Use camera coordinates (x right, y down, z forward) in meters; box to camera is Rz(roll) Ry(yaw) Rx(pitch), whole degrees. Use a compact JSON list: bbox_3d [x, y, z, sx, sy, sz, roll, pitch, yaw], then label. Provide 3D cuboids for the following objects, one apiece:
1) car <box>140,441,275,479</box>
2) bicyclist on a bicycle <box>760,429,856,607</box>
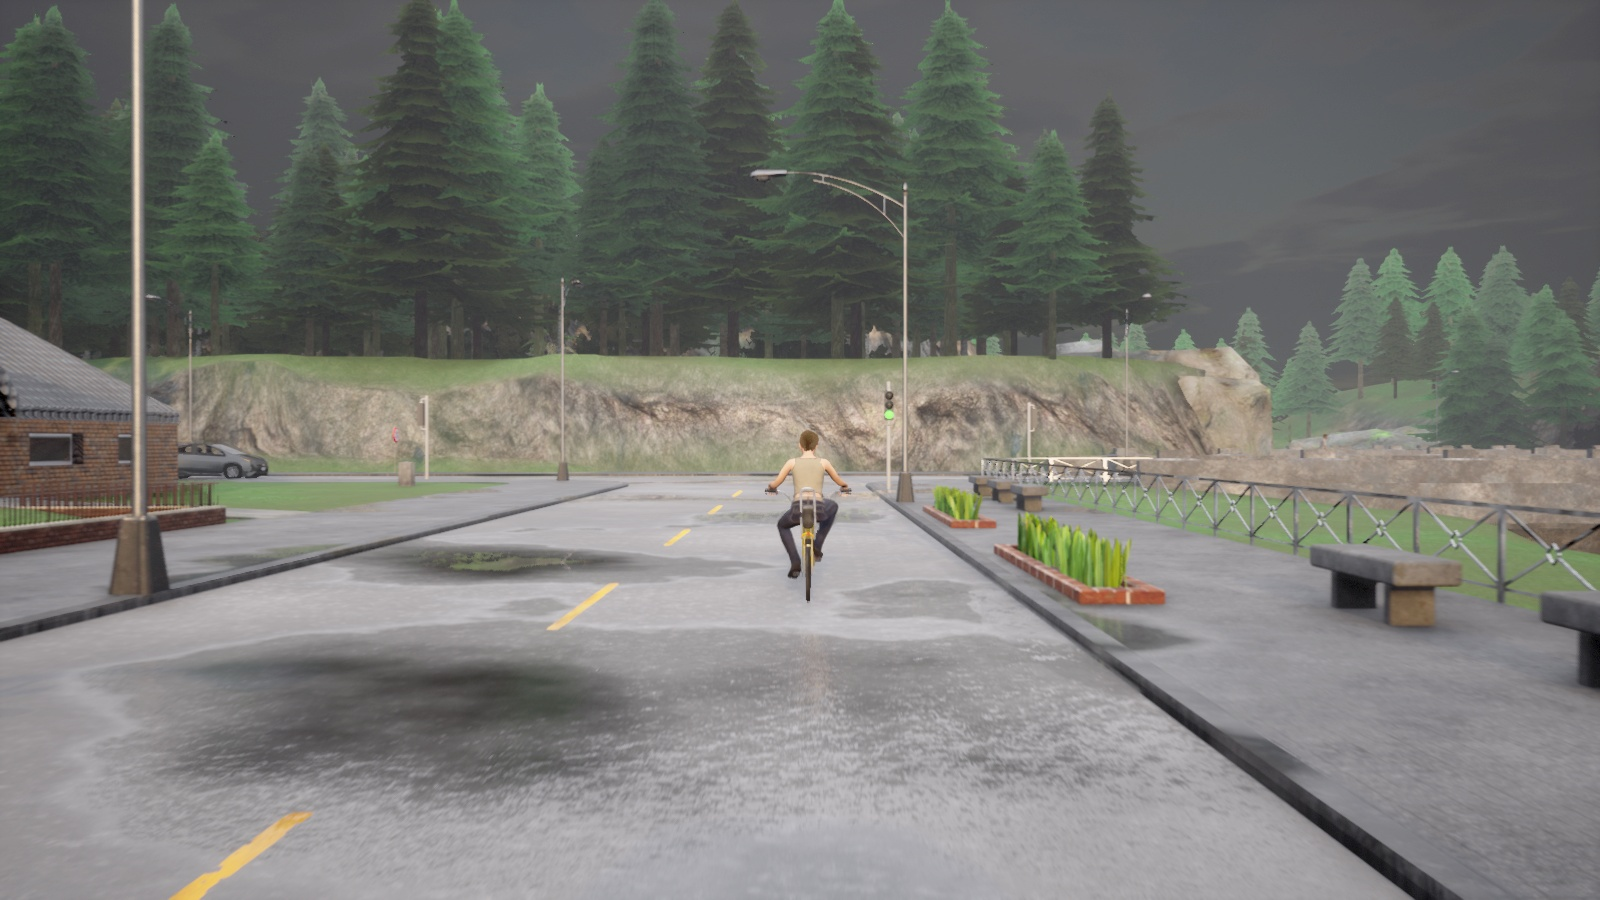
[{"bbox_3d":[-23.881,0.388,50.715,4.514,1.525,2.007,0,0,0],"label":"car"},{"bbox_3d":[0.080,0.614,12.187,0.866,1.612,1.509,0,0,1],"label":"bicyclist on a bicycle"}]
